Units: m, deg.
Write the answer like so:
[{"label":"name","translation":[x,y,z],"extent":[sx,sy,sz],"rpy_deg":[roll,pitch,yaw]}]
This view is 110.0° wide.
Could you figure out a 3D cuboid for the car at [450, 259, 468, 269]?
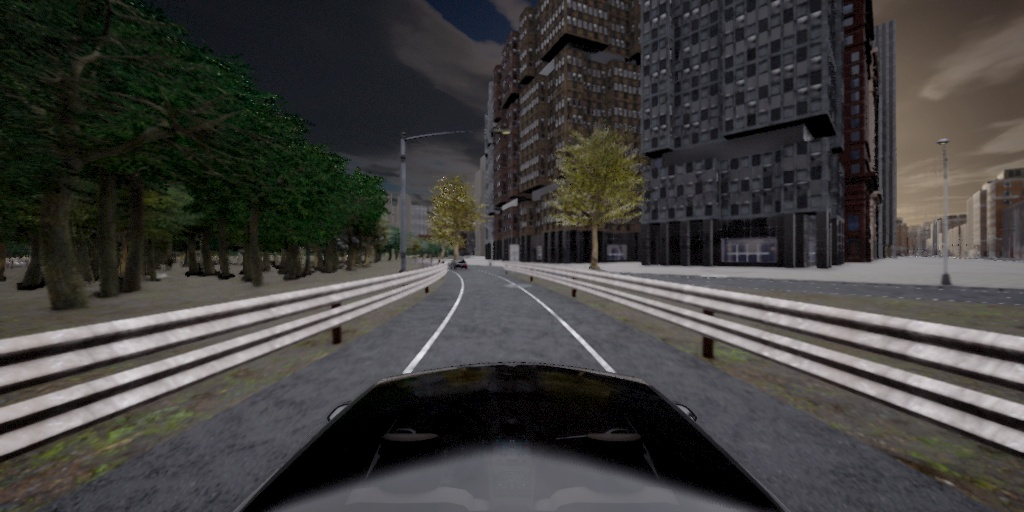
[{"label":"car","translation":[-7.662,1.131,51.657],"extent":[1.837,1.490,4.892],"rpy_deg":[0,1,-19]}]
